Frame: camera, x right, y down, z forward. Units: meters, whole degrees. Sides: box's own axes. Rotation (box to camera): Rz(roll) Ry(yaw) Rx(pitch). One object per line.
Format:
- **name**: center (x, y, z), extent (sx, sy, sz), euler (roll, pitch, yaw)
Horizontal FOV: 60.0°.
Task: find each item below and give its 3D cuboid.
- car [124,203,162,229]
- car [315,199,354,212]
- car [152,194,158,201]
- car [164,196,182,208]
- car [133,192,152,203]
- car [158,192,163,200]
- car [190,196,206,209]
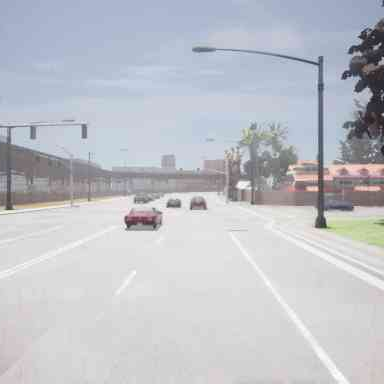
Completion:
- **car**: center (-3.042, 1.601, 21.854), extent (1.895, 1.301, 4.718), euler (0, 0, 1)
- **car**: center (16.776, 1.565, 39.160), extent (4.181, 1.385, 1.994), euler (0, 0, -1)
- **car**: center (-9.283, 1.282, 72.777), extent (2.033, 1.411, 5.357), euler (0, 1, 1)
- **car**: center (-2.586, 1.529, 48.873), extent (1.994, 1.385, 4.181), euler (0, 0, 1)
- **car**: center (-9.508, 1.082, 62.658), extent (2.150, 2.045, 5.566), euler (0, 1, 1)
- **car**: center (-9.119, 1.134, 82.494), extent (1.994, 1.385, 4.181), euler (0, 1, 1)
- **car**: center (0.841, 1.326, 44.545), extent (2.097, 1.767, 4.553), euler (0, 0, 1)
